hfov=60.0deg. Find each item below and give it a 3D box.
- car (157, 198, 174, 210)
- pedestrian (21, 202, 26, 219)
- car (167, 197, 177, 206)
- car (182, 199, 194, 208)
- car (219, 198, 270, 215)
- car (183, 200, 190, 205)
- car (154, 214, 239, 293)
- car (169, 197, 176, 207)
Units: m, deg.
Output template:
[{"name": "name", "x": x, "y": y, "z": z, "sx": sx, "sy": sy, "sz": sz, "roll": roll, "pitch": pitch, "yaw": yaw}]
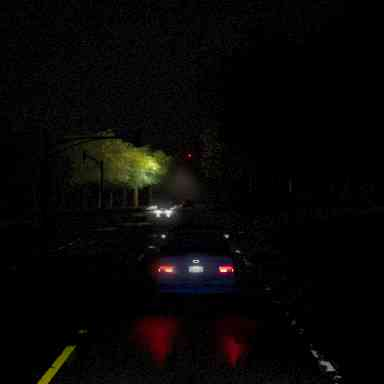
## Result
[{"name": "car", "x": -4.182, "y": 2.000, "z": 49.804, "sx": 1.895, "sy": 1.301, "sz": 4.718, "roll": 0, "pitch": -1, "yaw": -1}, {"name": "pedestrian", "x": -18.100, "y": 1.917, "z": 35.640, "sx": 0.375, "sy": 1.860, "sz": 0.375, "roll": 0, "pitch": 1, "yaw": 2}, {"name": "car", "x": -4.761, "y": 2.226, "z": 79.318, "sx": 2.150, "sy": 2.045, "sz": 5.566, "roll": 0, "pitch": -1, "yaw": -1}, {"name": "car", "x": -0.717, "y": 2.078, "z": 59.842, "sx": 1.837, "sy": 1.490, "sz": 4.892, "roll": 0, "pitch": -1, "yaw": -1}, {"name": "car", "x": 4.865, "y": 1.296, "z": 30.874, "sx": 4.674, "sy": 1.442, "sz": 1.812, "roll": -3, "pitch": -1, "yaw": 2}, {"name": "car", "x": -1.526, "y": 2.963, "z": 90.978, "sx": 1.895, "sy": 1.301, "sz": 4.718, "roll": 0, "pitch": -2, "yaw": -1}, {"name": "car", "x": 0.087, "y": 1.550, "z": 8.974, "sx": 2.033, "sy": 1.411, "sz": 5.357, "roll": 0, "pitch": 0, "yaw": 0}, {"name": "car", "x": -4.370, "y": 1.910, "z": 58.908, "sx": 2.097, "sy": 1.767, "sz": 4.553, "roll": 0, "pitch": -1, "yaw": -1}]
